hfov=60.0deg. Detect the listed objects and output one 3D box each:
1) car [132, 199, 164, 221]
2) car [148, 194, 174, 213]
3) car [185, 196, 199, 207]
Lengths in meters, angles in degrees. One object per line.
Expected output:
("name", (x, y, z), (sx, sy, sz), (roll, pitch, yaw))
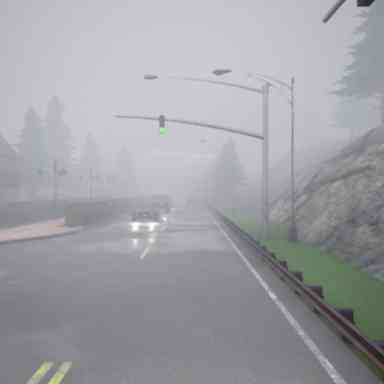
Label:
("car", (-3.602, 1.557, 26.815), (1.994, 1.385, 4.181), (0, 0, -1))
("car", (-3.589, 1.212, 37.462), (2.150, 2.045, 5.566), (0, 0, 0))
("car", (-0.002, 1.339, 52.666), (2.097, 1.767, 4.553), (0, 0, 0))
